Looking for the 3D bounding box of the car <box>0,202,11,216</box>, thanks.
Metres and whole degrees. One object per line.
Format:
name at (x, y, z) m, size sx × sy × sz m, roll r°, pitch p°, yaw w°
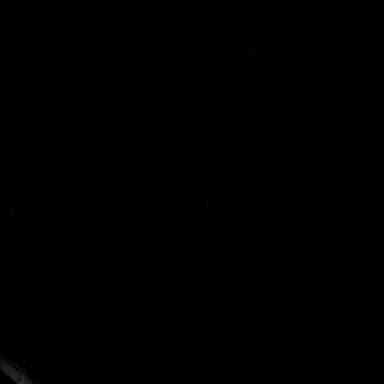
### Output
car at (-18.173, 1.420, 30.334) m, size 2.097 × 1.767 × 4.553 m, roll 0°, pitch 0°, yaw -14°
